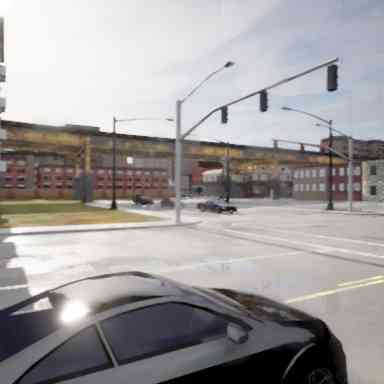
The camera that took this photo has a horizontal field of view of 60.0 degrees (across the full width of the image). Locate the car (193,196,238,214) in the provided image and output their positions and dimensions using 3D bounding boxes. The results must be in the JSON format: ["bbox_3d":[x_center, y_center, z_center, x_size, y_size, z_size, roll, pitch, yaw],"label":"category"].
[{"bbox_3d":[2.507,1.455,34.741,2.033,1.411,5.357,0,0,-30],"label":"car"}]

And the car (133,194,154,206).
[{"bbox_3d":[-7.561,1.354,52.389,2.033,1.411,5.357,0,0,-25],"label":"car"}]

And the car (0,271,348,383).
[{"bbox_3d":[-0.416,1.549,3.296,4.181,1.385,1.994,0,0,-31],"label":"car"}]

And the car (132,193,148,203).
[{"bbox_3d":[-9.943,1.113,63.615,2.097,1.767,4.553,0,0,2],"label":"car"}]

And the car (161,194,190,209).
[{"bbox_3d":[-2.565,1.383,43.423,1.812,1.442,4.674,0,0,-30],"label":"car"}]
